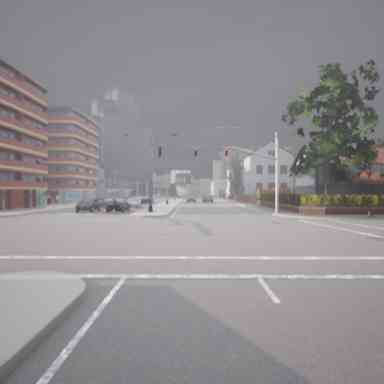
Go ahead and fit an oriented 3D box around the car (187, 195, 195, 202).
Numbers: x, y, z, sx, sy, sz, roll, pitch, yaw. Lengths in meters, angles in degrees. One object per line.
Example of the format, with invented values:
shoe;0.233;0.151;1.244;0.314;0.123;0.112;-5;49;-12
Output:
car;-0.139;1.492;78.747;1.812;1.442;4.674;0;0;0

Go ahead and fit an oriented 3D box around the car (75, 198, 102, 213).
car;-11.658;1.505;37.631;1.837;1.490;4.892;0;0;0

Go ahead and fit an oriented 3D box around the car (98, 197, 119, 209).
car;-11.670;1.526;46.765;1.812;1.442;4.674;0;0;0

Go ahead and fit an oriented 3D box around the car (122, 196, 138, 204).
car;-11.655;1.492;62.638;2.128;1.511;4.902;0;0;0

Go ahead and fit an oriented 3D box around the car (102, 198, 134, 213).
car;-8.154;1.601;36.957;1.895;1.301;4.718;0;0;1

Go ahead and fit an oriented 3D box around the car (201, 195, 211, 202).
car;3.361;1.493;78.753;2.128;1.511;4.902;0;0;0

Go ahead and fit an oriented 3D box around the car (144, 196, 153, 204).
car;-8.173;1.477;60.541;1.882;1.535;5.008;0;0;0

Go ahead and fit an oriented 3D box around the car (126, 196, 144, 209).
car;-8.171;1.526;45.845;1.812;1.442;4.674;0;0;0

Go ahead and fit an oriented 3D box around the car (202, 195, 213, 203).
car;3.380;1.547;68.337;2.033;1.411;5.357;0;0;0

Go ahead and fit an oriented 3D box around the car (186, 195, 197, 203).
car;-0.121;1.525;68.747;1.812;1.442;4.674;0;0;0
